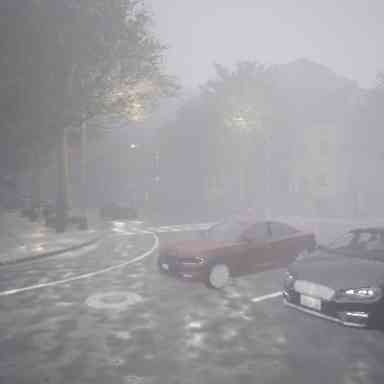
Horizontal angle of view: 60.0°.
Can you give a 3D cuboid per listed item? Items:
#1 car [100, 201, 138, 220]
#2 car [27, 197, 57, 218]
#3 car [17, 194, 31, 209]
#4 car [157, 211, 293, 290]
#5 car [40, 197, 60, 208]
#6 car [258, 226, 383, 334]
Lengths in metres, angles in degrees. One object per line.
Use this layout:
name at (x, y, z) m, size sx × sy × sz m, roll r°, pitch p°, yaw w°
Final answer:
car at (-6.294, 1.528, 28.266) m, size 1.837 × 1.490 × 4.892 m, roll 0°, pitch 0°, yaw -35°
car at (-15.519, 1.497, 35.211) m, size 2.231 × 1.521 × 4.892 m, roll 0°, pitch 0°, yaw -35°
car at (-23.324, 1.245, 47.286) m, size 2.435 × 2.045 × 5.566 m, roll 0°, pitch 0°, yaw -35°
car at (1.419, 1.491, 9.304) m, size 5.008 × 1.535 × 1.882 m, roll 0°, pitch 0°, yaw -35°
car at (-21.165, 1.548, 49.398) m, size 1.812 × 1.442 × 4.674 m, roll 0°, pitch 0°, yaw -35°
car at (3.900, 1.506, 6.764) m, size 4.902 × 1.511 × 2.128 m, roll 0°, pitch 0°, yaw -35°
